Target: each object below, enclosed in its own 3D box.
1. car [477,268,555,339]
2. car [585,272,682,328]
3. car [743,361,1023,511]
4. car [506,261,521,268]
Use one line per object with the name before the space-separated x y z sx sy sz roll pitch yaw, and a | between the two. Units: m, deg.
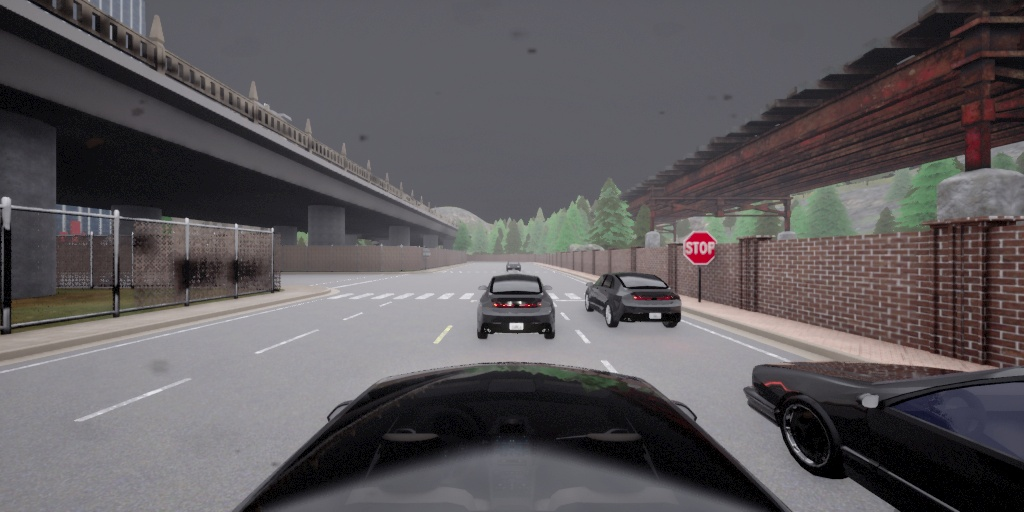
car | 0.098 1.255 10.055 1.837 1.490 4.892 0 0 0
car | 3.600 1.255 11.414 1.837 1.490 4.892 0 0 0
car | 3.600 1.297 1.668 2.033 1.411 5.357 0 0 0
car | 0.182 1.351 46.334 1.895 1.301 4.718 0 0 -1
